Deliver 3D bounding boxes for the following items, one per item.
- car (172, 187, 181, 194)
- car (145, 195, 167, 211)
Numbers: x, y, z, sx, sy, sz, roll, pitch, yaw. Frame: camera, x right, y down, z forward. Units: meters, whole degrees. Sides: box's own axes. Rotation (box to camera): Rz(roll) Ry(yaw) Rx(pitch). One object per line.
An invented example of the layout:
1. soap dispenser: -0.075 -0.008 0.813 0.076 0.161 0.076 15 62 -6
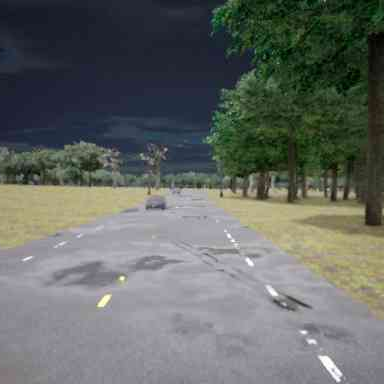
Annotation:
1. car: -3.491 -0.293 76.114 1.882 1.535 5.008 0 2 0
2. car: -3.592 1.047 33.551 1.837 1.490 4.892 0 1 0
